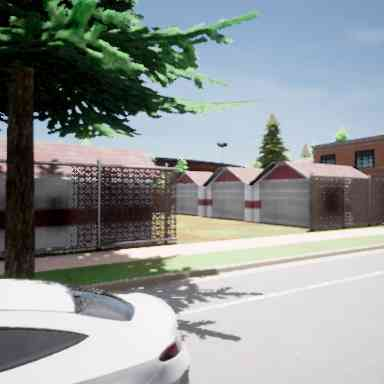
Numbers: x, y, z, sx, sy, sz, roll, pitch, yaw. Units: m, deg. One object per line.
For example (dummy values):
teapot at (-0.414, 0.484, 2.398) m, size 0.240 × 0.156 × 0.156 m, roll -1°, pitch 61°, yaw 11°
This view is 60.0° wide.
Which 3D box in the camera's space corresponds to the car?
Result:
car at (-2.216, 1.521, 2.522) m, size 4.674 × 1.442 × 1.812 m, roll 0°, pitch 0°, yaw -32°
